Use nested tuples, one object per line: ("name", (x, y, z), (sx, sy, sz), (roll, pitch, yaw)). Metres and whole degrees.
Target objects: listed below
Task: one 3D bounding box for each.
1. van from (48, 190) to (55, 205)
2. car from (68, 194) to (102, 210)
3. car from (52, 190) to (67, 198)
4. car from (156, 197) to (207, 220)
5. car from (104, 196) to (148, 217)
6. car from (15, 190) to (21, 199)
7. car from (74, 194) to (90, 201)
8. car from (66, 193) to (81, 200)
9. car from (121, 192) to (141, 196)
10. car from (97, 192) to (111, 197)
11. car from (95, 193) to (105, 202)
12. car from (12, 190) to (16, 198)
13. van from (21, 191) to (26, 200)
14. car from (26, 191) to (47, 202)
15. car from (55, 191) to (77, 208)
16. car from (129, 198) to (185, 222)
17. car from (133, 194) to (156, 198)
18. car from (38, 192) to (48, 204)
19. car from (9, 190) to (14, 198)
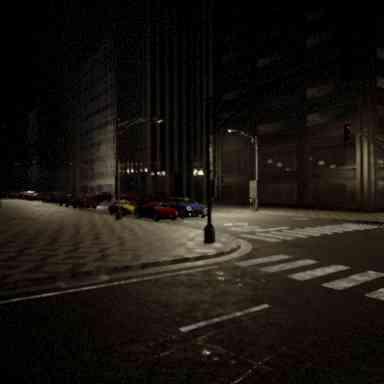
("van", (-19.248, 1.008, 48.367), (1.690, 1.788, 3.998), (0, 0, -36))
("car", (-12.662, 1.315, 39.248), (1.887, 1.381, 4.507), (0, 0, -36))
("car", (-32.094, 0.575, 80.712), (2.192, 1.841, 5.009), (0, 1, -36))
("car", (-0.673, 1.242, 27.347), (2.097, 1.767, 4.553), (-1, 1, -36))
("car", (-5.976, 1.394, 29.991), (1.752, 1.417, 4.829), (0, 0, -36))
("car", (-35.714, 0.700, 71.164), (2.192, 1.841, 5.009), (0, 0, -36))
("car", (-22.216, 1.016, 67.036), (1.802, 1.307, 4.206), (0, 0, -36))
("car", (-25.509, 0.921, 71.595), (1.887, 1.381, 4.507), (0, 0, -36))
("car", (-9.041, 0.968, 48.797), (2.192, 1.841, 5.009), (0, 0, -36))
("car", (-15.628, 0.862, 57.916), (2.192, 1.841, 5.009), (0, 0, -36))
("car", (-14.149, 1.255, 46.061), (1.994, 1.385, 4.181), (-1, 1, -36))
("car", (-39.009, 0.877, 75.725), (2.008, 1.369, 4.403), (0, 0, -36))
("van", (-32.421, 0.784, 66.605), (1.690, 1.788, 3.998), (0, 0, -36))
("car", (-29.128, 0.940, 62.046), (1.967, 1.590, 4.097), (0, 0, -36))
("car", (-15.954, 1.035, 43.807), (2.192, 1.841, 5.009), (0, 0, -36))
("car", (-2.781, 1.458, 25.570), (1.887, 1.381, 4.507), (0, 0, -36))
("car", (-5.750, 1.270, 44.239), (1.947, 1.339, 4.313), (0, 0, -36))
("car", (-22.543, 1.164, 52.928), (2.008, 1.369, 4.403), (0, 0, -36))
("car", (-42.302, 0.812, 80.284), (1.887, 1.381, 4.507), (0, 0, -36))
